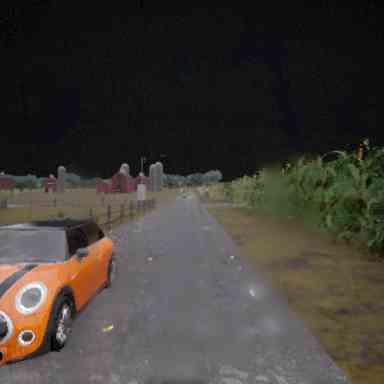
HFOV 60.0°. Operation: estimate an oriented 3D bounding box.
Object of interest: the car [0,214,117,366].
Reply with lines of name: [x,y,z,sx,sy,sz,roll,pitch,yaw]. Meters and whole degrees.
car: [-2.849,1.347,6.144,2.097,1.767,4.553,0,0,0]
